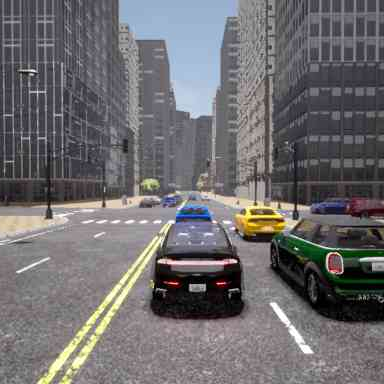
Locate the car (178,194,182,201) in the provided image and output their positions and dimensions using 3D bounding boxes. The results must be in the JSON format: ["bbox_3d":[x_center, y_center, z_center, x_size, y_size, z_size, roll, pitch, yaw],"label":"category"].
[{"bbox_3d":[-3.272,1.519,58.283,1.994,1.385,4.181,0,0,1],"label":"car"}]

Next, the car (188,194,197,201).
[{"bbox_3d":[0.075,1.273,80.615,2.097,1.767,4.553,0,0,0],"label":"car"}]

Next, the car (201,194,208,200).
[{"bbox_3d":[3.334,1.337,90.674,1.895,1.301,4.718,0,0,0],"label":"car"}]

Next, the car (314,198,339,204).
[{"bbox_3d":[14.916,1.451,35.228,4.553,1.767,2.097,1,1,1],"label":"car"}]

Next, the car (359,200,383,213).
[{"bbox_3d":[21.844,1.643,37.706,4.829,1.417,1.752,1,0,1],"label":"car"}]

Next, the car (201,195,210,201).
[{"bbox_3d":[3.325,1.513,80.672,1.895,1.301,4.718,0,0,0],"label":"car"}]

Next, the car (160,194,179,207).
[{"bbox_3d":[-3.294,1.491,49.538,1.812,1.442,4.674,0,0,0],"label":"car"}]

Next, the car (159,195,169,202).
[{"bbox_3d":[-6.429,1.482,77.996,1.994,1.385,4.181,0,0,0],"label":"car"}]

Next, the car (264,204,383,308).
[{"bbox_3d":[3.357,1.348,8.050,2.097,1.767,4.553,0,0,0],"label":"car"}]

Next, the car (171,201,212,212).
[{"bbox_3d":[0.119,1.468,17.843,1.882,1.535,5.008,0,0,1],"label":"car"}]

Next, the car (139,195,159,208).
[{"bbox_3d":[-6.540,1.513,49.110,2.033,1.411,5.357,0,0,0],"label":"car"}]

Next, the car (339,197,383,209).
[{"bbox_3d":[16.228,1.519,29.425,5.009,1.841,2.192,1,0,1],"label":"car"}]

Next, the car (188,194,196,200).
[{"bbox_3d":[0.084,1.267,90.647,2.128,1.511,4.902,0,0,0],"label":"car"}]

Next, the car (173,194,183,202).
[{"bbox_3d":[-3.179,1.286,77.162,2.097,1.767,4.553,0,0,0],"label":"car"}]

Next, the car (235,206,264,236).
[{"bbox_3d":[3.364,1.469,17.229,1.882,1.535,5.008,0,0,0],"label":"car"}]

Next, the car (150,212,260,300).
[{"bbox_3d":[0.105,1.488,8.338,2.128,1.511,4.902,0,0,0],"label":"car"}]

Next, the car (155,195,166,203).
[{"bbox_3d":[-6.446,1.448,68.018,1.837,1.490,4.892,0,0,0],"label":"car"}]
